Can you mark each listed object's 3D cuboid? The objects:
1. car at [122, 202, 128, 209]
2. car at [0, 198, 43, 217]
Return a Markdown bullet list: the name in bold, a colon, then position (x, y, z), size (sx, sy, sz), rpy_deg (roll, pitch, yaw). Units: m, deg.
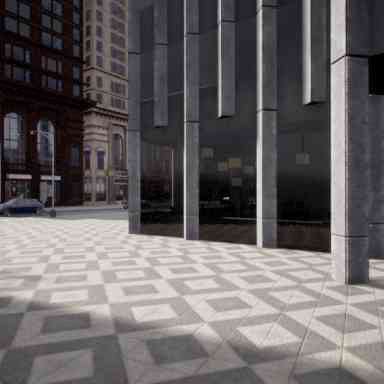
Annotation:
- **car**: position (-7.461, 1.665, 45.230), size (1.994, 1.385, 4.181), rpy_deg (0, 0, 36)
- **car**: position (-16.858, 1.406, 32.098), size (2.097, 1.767, 4.553), rpy_deg (0, 0, 36)
